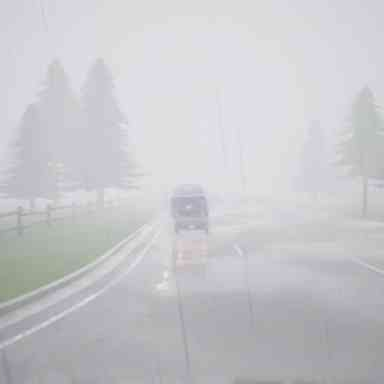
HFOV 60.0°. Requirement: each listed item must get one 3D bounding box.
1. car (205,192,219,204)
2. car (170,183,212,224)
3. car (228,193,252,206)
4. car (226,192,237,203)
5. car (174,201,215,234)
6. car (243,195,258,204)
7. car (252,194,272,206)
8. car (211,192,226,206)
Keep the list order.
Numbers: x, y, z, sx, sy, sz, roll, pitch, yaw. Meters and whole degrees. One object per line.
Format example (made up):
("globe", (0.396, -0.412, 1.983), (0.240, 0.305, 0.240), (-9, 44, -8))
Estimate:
("car", (3.502, 0.952, 59.733), (2.150, 2.045, 5.566), (0, 0, 0))
("car", (-0.083, 0.259, 17.929), (1.882, 1.535, 5.008), (-4, 7, 3))
("car", (7.001, 1.269, 49.284), (2.128, 1.511, 4.902), (0, 0, 0))
("car", (7.002, 0.952, 59.733), (2.150, 2.045, 5.566), (0, 0, 0))
("car", (-0.001, 1.467, 18.660), (2.128, 1.511, 4.902), (0, 1, 0))
("car", (10.502, 1.235, 59.704), (1.837, 1.490, 4.892), (0, 0, 0))
("car", (10.501, 1.127, 49.670), (2.097, 1.767, 4.553), (0, 0, 0))
("car", (3.501, 1.127, 49.670), (2.097, 1.767, 4.553), (0, 0, 0))
